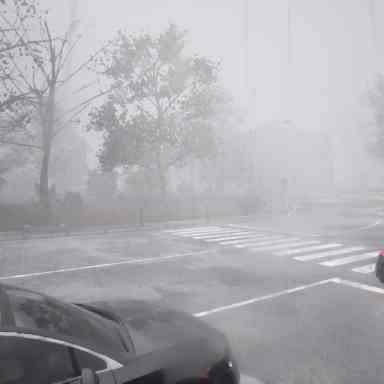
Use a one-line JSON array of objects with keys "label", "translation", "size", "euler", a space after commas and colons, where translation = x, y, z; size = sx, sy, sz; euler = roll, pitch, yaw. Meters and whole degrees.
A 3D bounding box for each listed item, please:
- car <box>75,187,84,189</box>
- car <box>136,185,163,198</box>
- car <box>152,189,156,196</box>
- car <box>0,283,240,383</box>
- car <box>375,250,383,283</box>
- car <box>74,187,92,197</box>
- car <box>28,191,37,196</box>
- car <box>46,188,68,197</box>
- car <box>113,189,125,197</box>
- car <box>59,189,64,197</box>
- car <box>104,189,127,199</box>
[{"label": "car", "translation": [-23.787, 0.062, 70.567], "size": [2.435, 2.045, 5.566], "euler": [0, 2, 18]}, {"label": "car", "translation": [-7.290, -0.082, 57.878], "size": [2.435, 2.045, 5.566], "euler": [-1, 2, 17]}, {"label": "car", "translation": [-4.889, 0.127, 56.140], "size": [2.231, 1.521, 4.892], "euler": [-1, 2, 16]}, {"label": "car", "translation": [-1.798, 1.504, 2.476], "size": [4.892, 1.490, 1.837], "euler": [0, 0, -35]}, {"label": "car", "translation": [6.382, 1.539, 8.165], "size": [4.181, 1.385, 1.994], "euler": [0, 0, -34]}, {"label": "car", "translation": [-21.445, 0.351, 68.735], "size": [2.163, 1.488, 4.792], "euler": [-1, 2, 18]}, {"label": "car", "translation": [-37.635, 0.114, 81.832], "size": [2.097, 1.535, 5.008], "euler": [0, 2, 20]}, {"label": "car", "translation": [-30.753, 0.103, 76.151], "size": [2.185, 1.767, 4.553], "euler": [0, 2, 19]}, {"label": "car", "translation": [-12.038, 0.125, 61.458], "size": [2.185, 1.767, 4.553], "euler": [-2, 1, 17]}, {"label": "car", "translation": [-26.112, 0.294, 72.451], "size": [2.231, 1.521, 4.892], "euler": [-1, 2, 18]}, {"label": "car", "translation": [-14.433, 0.286, 63.111], "size": [1.946, 1.575, 5.366], "euler": [-1, 2, 17]}]
